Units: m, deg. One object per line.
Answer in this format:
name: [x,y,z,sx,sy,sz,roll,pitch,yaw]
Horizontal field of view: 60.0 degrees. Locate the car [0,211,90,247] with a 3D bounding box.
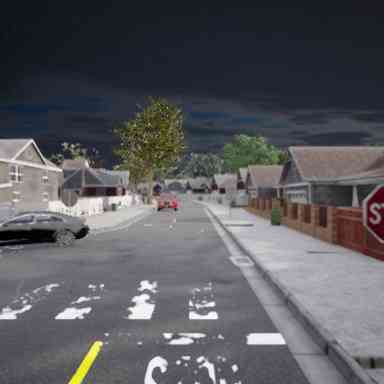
car: [-6.815,1.558,13.906,4.902,1.511,2.128,-1,1,-23]

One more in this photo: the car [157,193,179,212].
car: [-2.684,1.114,37.945,2.150,2.045,5.566,0,0,0]
